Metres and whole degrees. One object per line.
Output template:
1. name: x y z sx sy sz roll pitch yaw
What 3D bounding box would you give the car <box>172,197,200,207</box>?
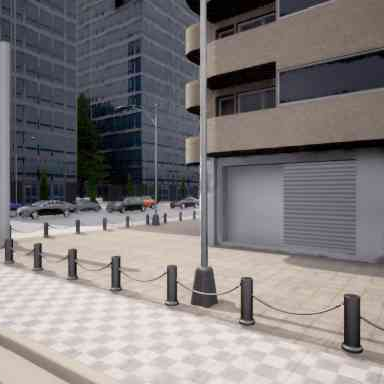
1. car: -0.818 1.470 50.374 1.812 1.442 4.674 0 0 36

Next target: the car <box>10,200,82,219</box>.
1. car: -12.387 1.436 28.395 2.128 1.511 4.902 0 0 36

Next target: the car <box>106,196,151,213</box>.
1. car: -7.047 1.297 35.798 2.097 1.767 4.553 0 0 36

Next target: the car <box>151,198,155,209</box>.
1. car: -6.781 1.297 42.142 2.097 1.767 4.553 0 0 36

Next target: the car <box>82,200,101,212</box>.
1. car: -11.722 1.508 35.292 1.994 1.385 4.181 0 0 36

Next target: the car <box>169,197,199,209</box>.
1. car: -0.977 1.449 44.198 1.837 1.490 4.892 0 0 36
